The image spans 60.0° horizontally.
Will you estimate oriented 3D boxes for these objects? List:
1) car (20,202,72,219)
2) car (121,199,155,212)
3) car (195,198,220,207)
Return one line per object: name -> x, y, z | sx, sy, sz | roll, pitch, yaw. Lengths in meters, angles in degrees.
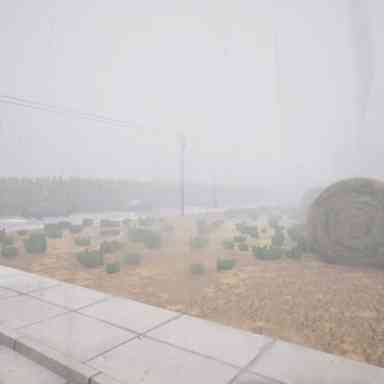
car -> -12.602, 1.595, 28.934 | 1.994, 1.385, 4.181 | 0, 0, 33
car -> -6.171, 1.557, 38.870 | 1.812, 1.442, 4.674 | 0, 0, 33
car -> 2.562, 1.610, 52.312 | 2.033, 1.411, 5.357 | 0, 0, 33
